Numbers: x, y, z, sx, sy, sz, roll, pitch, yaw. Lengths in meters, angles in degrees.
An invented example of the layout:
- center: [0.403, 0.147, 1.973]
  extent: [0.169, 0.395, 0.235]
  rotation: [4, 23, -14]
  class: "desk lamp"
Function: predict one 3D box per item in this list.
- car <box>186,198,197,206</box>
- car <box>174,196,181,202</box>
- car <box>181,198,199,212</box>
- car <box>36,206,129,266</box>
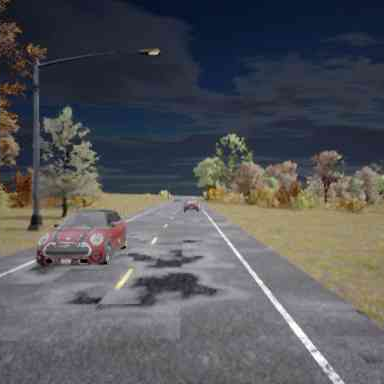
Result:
- center: [-0.177, 1.885, 63.405]
  extent: [2.033, 1.411, 5.357]
  rotation: [0, 0, 0]
  class: "car"
- center: [-3.900, 1.984, 92.392]
  extent: [1.882, 1.535, 5.008]
  rotation: [0, 0, 0]
  class: "car"
- center: [-0.096, 1.754, 42.999]
  extent: [1.812, 1.442, 4.674]
  rotation: [0, 0, 0]
  class: "car"
- center: [-3.645, 1.424, 11.845]
  extent: [2.097, 1.767, 4.553]
  rotation: [0, 0, 0]
  class: "car"
